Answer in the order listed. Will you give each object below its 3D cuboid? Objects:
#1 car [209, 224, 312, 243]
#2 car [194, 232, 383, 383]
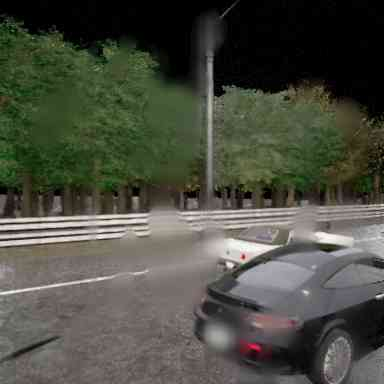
[{"bbox_3d":[2.832,1.619,9.920,4.718,1.301,1.895,0,0,-34],"label":"car"},{"bbox_3d":[2.192,1.540,5.228,4.674,1.442,1.812,0,0,-35],"label":"car"}]
